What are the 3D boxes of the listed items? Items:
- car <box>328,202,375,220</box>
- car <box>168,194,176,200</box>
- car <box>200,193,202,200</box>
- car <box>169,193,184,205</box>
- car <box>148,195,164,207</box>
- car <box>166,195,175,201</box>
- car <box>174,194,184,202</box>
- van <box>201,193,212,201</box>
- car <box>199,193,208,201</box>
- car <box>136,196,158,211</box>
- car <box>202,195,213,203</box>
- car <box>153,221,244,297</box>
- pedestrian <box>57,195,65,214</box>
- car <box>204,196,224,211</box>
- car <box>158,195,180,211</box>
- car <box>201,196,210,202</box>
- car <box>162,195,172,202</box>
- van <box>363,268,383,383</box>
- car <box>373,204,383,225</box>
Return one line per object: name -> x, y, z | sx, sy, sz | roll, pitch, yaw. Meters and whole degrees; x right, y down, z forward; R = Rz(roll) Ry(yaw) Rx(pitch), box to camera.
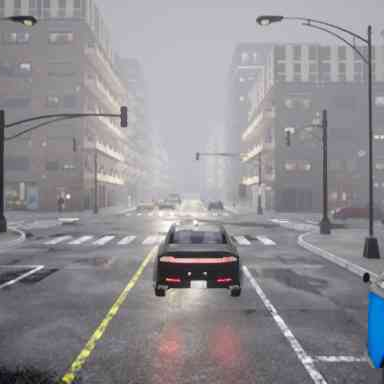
car -> 13.727, 1.562, 28.131 | 4.097, 1.590, 1.967 | 0, -1, 1
car -> -5.403, 1.333, 90.787 | 1.967, 1.590, 4.097 | 1, 0, 0
car -> 2.909, 1.441, 68.361 | 1.752, 1.417, 4.829 | 1, 0, 0
car -> -2.901, 1.152, 55.805 | 2.150, 2.045, 5.566 | 0, 0, 1
car -> -5.521, 1.375, 51.289 | 1.967, 1.590, 4.097 | 1, 0, 0
car -> -5.421, 1.449, 85.144 | 2.008, 1.369, 4.403 | 1, 0, 0
car -> -2.786, 1.262, 71.360 | 2.097, 1.767, 4.553 | 0, 0, 0
van -> 2.878, 1.270, 56.906 | 1.690, 1.788, 3.998 | 1, 0, 0
car -> 2.963, 1.213, 85.118 | 2.192, 1.841, 5.009 | 1, 0, 0
car -> -5.556, 1.474, 39.833 | 1.752, 1.417, 4.829 | 1, 0, 0
car -> 2.840, 1.493, 45.621 | 2.008, 1.369, 4.403 | 1, 0, 0
car -> 0.126, 1.480, 8.523 | 2.128, 1.511, 4.902 | 0, 0, 0
pedestrian -> -12.444, 1.166, 31.466 | 0.375, 1.860, 0.375 | 0, -1, 1
car -> 2.823, 1.515, 39.979 | 1.947, 1.339, 4.313 | 1, 0, 0
car -> -2.972, 1.495, 40.843 | 2.033, 1.411, 5.357 | 0, 0, 0
car -> 2.924, 1.492, 73.834 | 1.802, 1.307, 4.206 | 1, 0, 0
car -> -5.455, 1.454, 73.859 | 1.887, 1.381, 4.507 | 1, 0, 0
van -> 2.680, 1.338, 2.032 | 1.690, 1.788, 3.998 | 1, 0, 0
car -> 13.598, 1.551, 19.750 | 4.313, 1.339, 1.947 | 0, -1, 1
